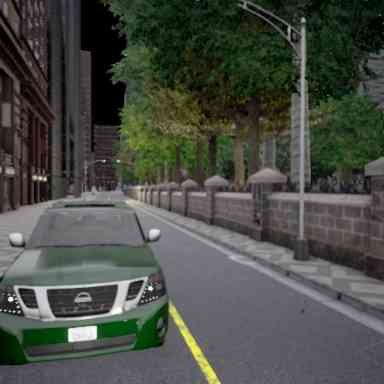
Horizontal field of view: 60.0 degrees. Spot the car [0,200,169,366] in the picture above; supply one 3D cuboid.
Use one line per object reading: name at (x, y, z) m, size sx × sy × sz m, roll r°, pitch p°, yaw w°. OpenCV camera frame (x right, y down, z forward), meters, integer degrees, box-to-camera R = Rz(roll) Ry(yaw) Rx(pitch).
car at (-1.938, 1.218, 6.350) m, size 2.150 × 2.045 × 5.566 m, roll 0°, pitch 0°, yaw -15°
